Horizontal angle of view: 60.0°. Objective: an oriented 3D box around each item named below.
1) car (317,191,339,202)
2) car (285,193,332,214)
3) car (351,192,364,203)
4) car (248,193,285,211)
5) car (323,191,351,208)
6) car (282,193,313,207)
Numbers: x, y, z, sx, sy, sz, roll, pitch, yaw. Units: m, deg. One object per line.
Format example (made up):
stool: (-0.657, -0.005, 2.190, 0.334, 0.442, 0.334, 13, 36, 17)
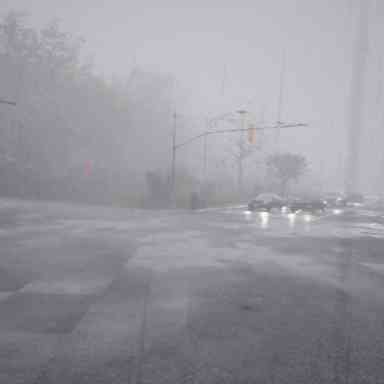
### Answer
car: (19.986, 0.602, 48.746, 1.994, 1.385, 4.181, 3, 3, 35)
car: (9.906, 1.002, 27.990, 2.033, 1.411, 5.357, 3, 2, 34)
car: (22.738, 0.754, 46.566, 1.994, 1.385, 4.181, 3, 3, 35)
car: (6.635, 0.838, 29.400, 1.812, 1.442, 4.674, 3, 2, 35)
car: (15.314, 0.730, 35.838, 2.097, 1.767, 4.553, 3, 2, 35)
car: (11.759, 0.843, 36.861, 1.895, 1.301, 4.718, 3, 2, 35)
